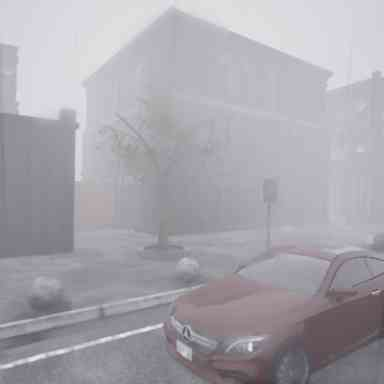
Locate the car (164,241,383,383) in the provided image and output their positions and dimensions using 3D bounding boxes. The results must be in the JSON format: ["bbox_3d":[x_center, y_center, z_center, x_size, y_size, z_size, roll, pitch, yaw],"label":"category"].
[{"bbox_3d":[1.812,1.553,5.131,4.674,1.442,1.812,0,0,-35],"label":"car"}]
